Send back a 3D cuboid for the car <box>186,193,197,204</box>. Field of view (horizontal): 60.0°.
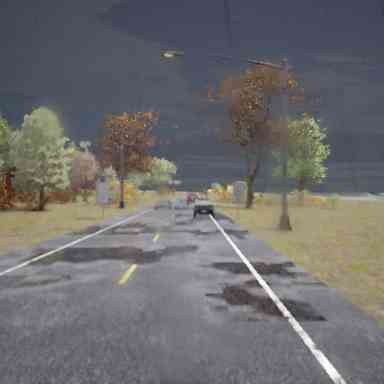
[{"bbox_3d":[0.069,1.251,64.527,2.150,2.045,5.566,0,0,0],"label":"car"}]

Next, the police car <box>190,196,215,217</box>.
[{"bbox_3d":[1.052,1.436,31.258,1.930,1.638,5.238,0,0,0],"label":"police car"}]

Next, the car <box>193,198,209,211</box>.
[{"bbox_3d":[1.063,1.537,41.142,1.812,1.442,4.674,0,0,0],"label":"car"}]

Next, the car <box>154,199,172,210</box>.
[{"bbox_3d":[-3.568,1.575,41.840,1.994,1.385,4.181,0,0,0],"label":"car"}]

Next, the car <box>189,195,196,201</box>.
[{"bbox_3d":[0.113,1.435,82.556,1.812,1.442,4.674,0,0,0],"label":"car"}]
